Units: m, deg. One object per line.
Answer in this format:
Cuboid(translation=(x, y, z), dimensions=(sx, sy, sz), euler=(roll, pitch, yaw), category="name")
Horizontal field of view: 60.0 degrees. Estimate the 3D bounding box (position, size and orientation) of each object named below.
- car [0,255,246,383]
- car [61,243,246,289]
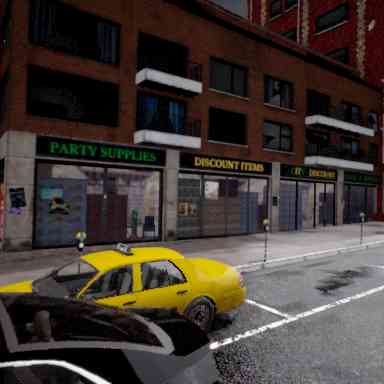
Cuboid(translation=(-1.991, 1.504, 1.653), dimensions=(4.892, 1.490, 1.837), euler=(0, 0, -35), category="car")
Cuboid(translation=(-1.309, 1.526, 5.138), dimensions=(4.829, 1.417, 1.752), euler=(0, 2, -35), category="car")
